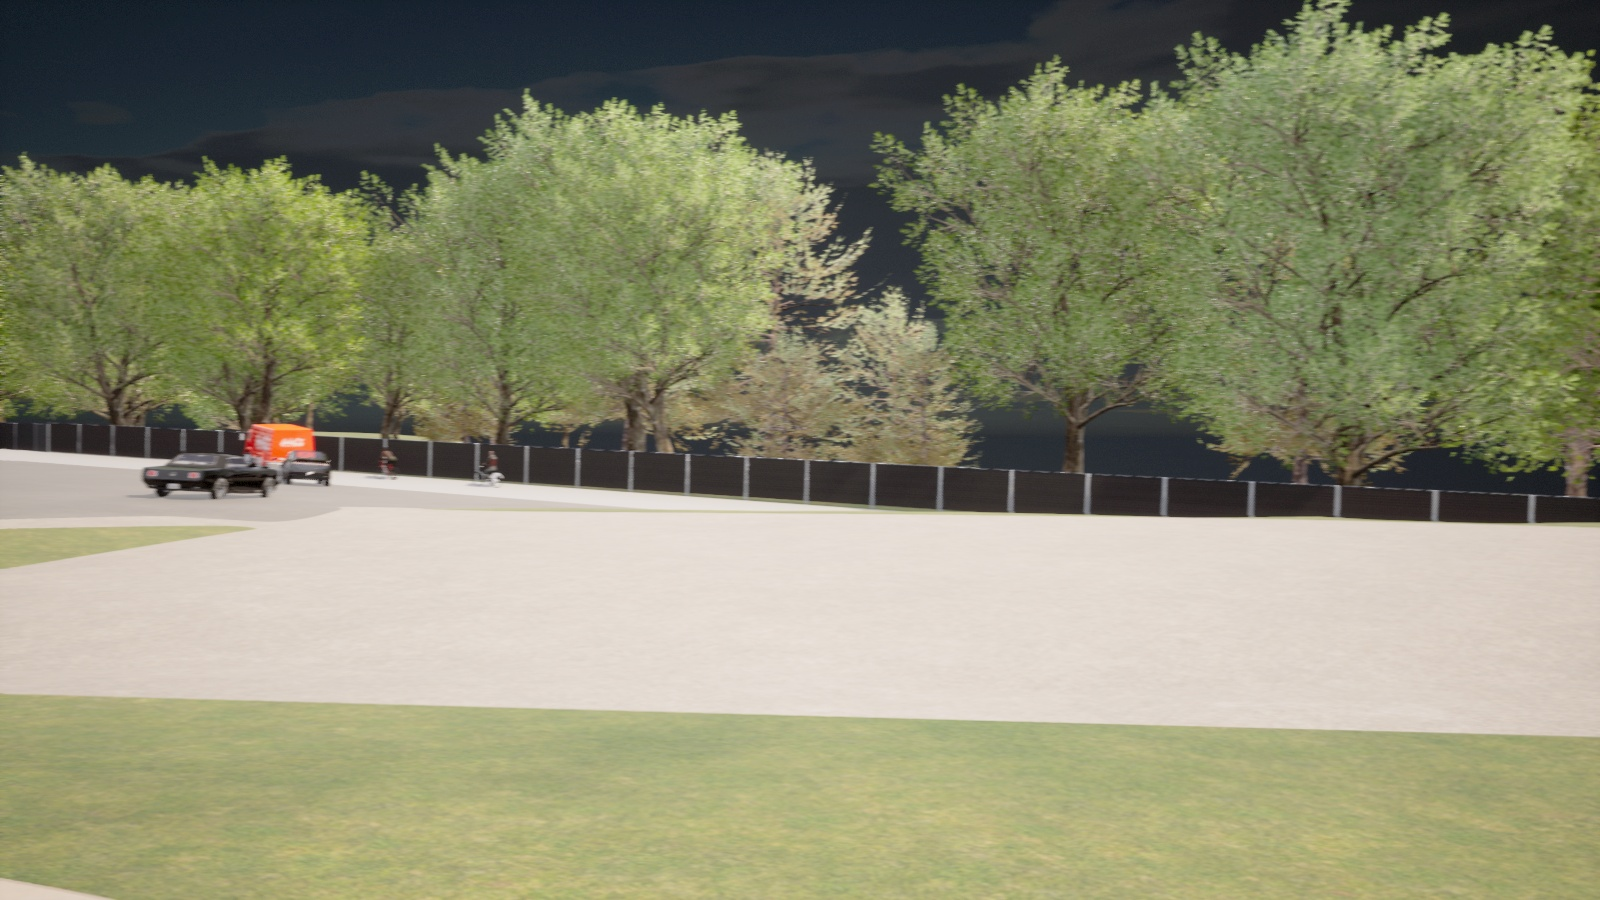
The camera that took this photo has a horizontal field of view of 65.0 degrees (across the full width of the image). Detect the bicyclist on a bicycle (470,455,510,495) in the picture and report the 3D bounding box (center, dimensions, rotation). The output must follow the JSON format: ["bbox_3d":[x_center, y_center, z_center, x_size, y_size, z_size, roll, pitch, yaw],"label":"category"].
[{"bbox_3d":[-14.870,1.184,60.214,1.843,1.776,0.659,3,2,27],"label":"bicyclist on a bicycle"}]

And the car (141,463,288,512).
[{"bbox_3d":[-17.237,1.081,37.266,1.895,1.301,4.718,1,-1,4],"label":"car"}]

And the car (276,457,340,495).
[{"bbox_3d":[-21.846,1.137,55.655,2.128,1.511,4.902,3,-1,-27],"label":"car"}]

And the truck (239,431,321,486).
[{"bbox_3d":[-28.182,0.389,67.968,2.627,2.467,5.204,-2,6,-40],"label":"truck"}]
